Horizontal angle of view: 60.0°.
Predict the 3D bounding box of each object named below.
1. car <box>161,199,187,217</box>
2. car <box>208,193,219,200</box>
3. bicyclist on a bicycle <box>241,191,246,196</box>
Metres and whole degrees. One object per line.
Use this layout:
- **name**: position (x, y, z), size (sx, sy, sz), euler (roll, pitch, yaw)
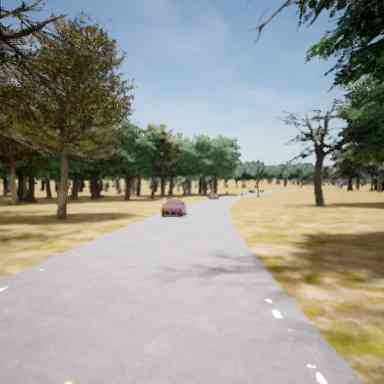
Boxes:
- **car**: position (-1.608, 1.428, 30.537), size (1.882, 1.535, 5.008), euler (0, 0, 5)
- **car**: position (4.646, 1.020, 71.458), size (1.812, 1.442, 4.674), euler (1, 1, 11)
- **bicyclist on a bicycle**: position (14.139, 0.641, 93.783), size (0.582, 1.620, 1.656), euler (1, 1, 16)
